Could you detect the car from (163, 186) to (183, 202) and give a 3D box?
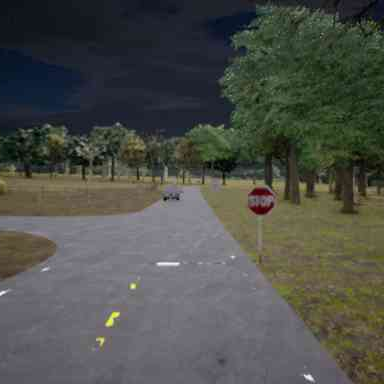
[{"bbox_3d":[-2.744,0.224,45.488,2.150,2.045,5.566,0,2,0],"label":"car"}]
